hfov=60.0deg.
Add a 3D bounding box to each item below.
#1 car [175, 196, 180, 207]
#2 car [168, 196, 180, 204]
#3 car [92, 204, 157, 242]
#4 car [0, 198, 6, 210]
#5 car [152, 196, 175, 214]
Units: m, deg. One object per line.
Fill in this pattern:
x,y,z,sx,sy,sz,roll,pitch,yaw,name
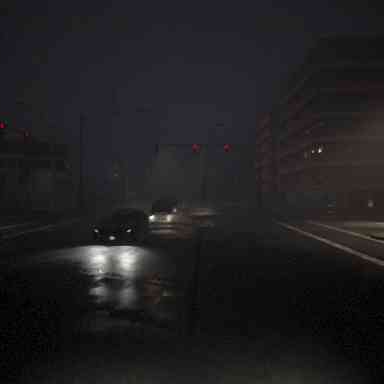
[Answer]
-3.217,1.351,49.554,2.097,1.767,4.553,0,0,0,car
-3.300,1.546,63.453,2.033,1.411,5.357,0,0,0,car
-3.278,1.547,16.622,2.033,1.411,5.357,0,0,2,car
-24.023,1.455,38.959,3.806,1.475,1.970,0,0,1,car
-3.141,1.477,35.006,1.882,1.535,5.008,0,0,0,car
